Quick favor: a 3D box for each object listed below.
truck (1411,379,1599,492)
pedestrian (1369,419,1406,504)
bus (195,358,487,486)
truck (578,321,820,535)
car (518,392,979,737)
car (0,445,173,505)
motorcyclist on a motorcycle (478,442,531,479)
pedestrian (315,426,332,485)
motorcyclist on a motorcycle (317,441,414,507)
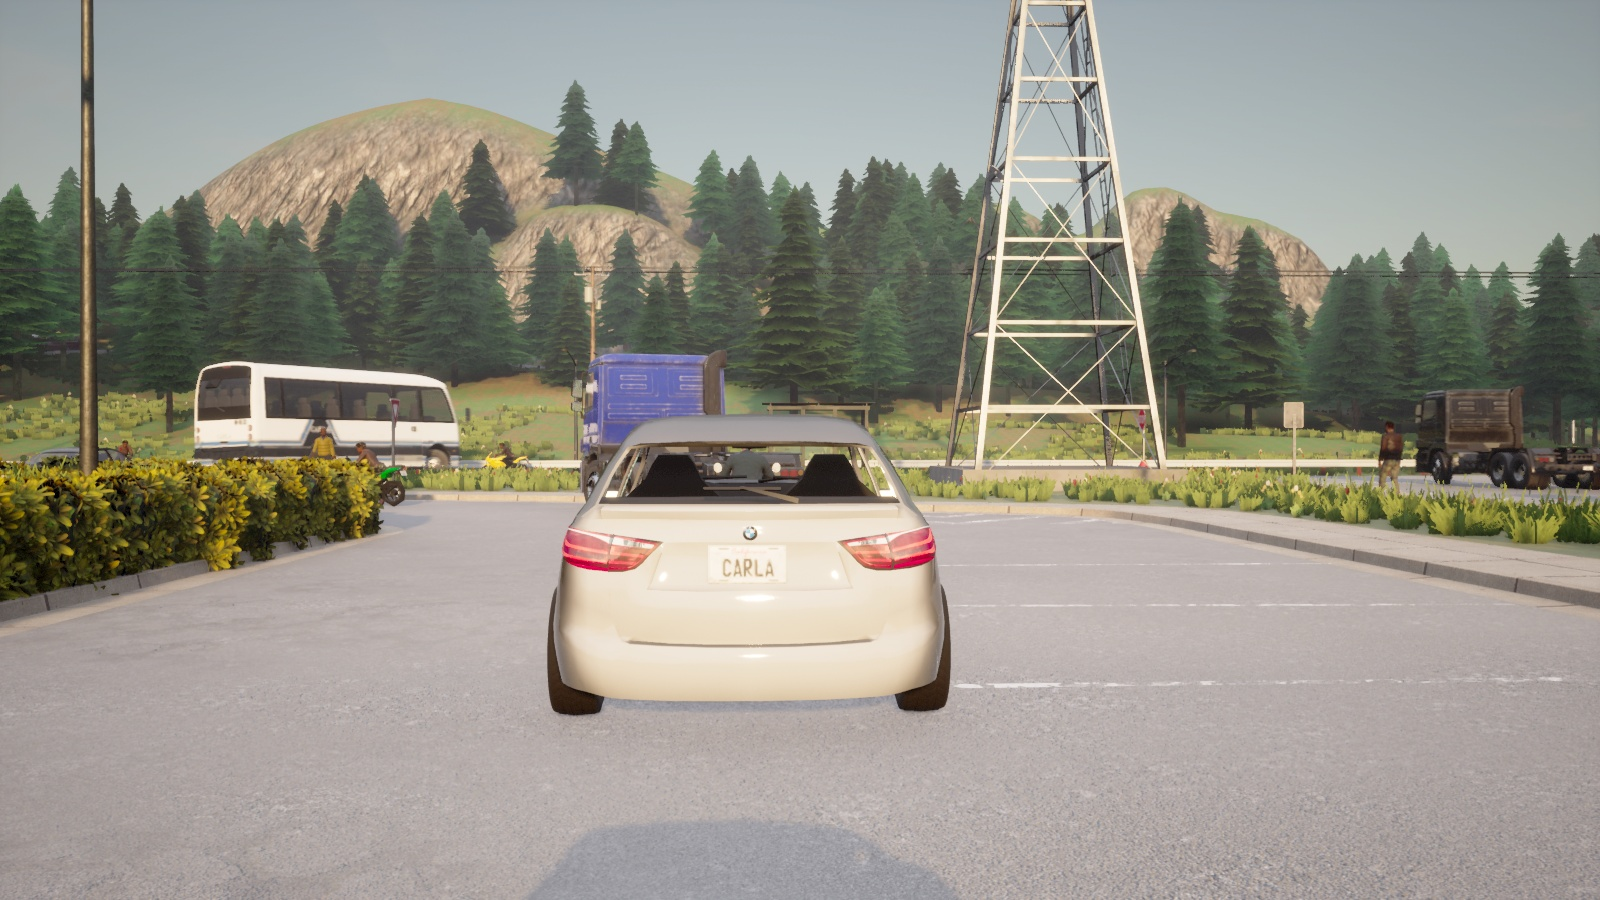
[{"bbox_3d":[23.993,-0.455,42.297,2.891,3.462,7.936,0,0,0],"label":"truck"},{"bbox_3d":[12.885,0.257,27.544,0.431,1.840,0.703,0,0,-6],"label":"pedestrian"},{"bbox_3d":[-16.932,-0.911,47.438,3.944,4.253,10.273,-1,-1,29],"label":"bus"},{"bbox_3d":[-2.298,-0.376,24.568,2.891,3.462,7.936,0,0,-19],"label":"truck"},{"bbox_3d":[-0.339,0.543,8.422,2.242,1.667,4.611,0,0,-2],"label":"car"},{"bbox_3d":[-18.609,0.594,32.782,2.033,1.411,5.357,0,0,-3],"label":"car"},{"bbox_3d":[-12.365,0.422,52.617,2.044,1.523,0.797,0,0,-2],"label":"motorcyclist on a motorcycle"},{"bbox_3d":[-14.944,0.167,39.410,0.370,1.835,0.726,0,0,-9],"label":"pedestrian"},{"bbox_3d":[-10.298,0.552,29.798,2.044,1.523,0.797,0,0,9],"label":"motorcyclist on a motorcycle"}]
